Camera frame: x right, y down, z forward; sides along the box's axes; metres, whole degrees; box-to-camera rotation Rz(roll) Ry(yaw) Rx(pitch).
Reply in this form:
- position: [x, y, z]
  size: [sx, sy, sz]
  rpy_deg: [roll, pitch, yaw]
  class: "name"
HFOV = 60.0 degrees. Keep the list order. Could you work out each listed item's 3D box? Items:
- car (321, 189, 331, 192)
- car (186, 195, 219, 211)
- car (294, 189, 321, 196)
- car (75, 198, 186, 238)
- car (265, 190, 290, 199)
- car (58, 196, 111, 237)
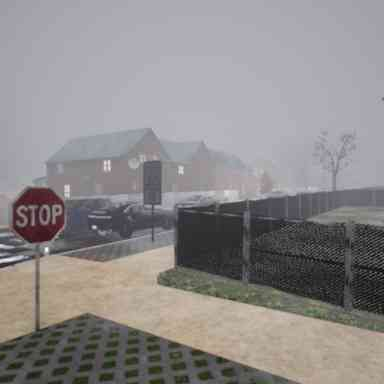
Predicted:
- position: [19.510, 0.265, 49.343]
  size: [1.882, 1.535, 5.008]
  rpy_deg: [0, 1, 34]
  class: "car"
- position: [0.356, 0.972, 25.628]
  size: [2.128, 1.511, 4.902]
  rpy_deg: [0, 1, 33]
  class: "car"
- position: [13.995, 0.512, 40.944]
  size: [1.837, 1.490, 4.892]
  rpy_deg: [0, 1, 34]
  class: "car"
- position: [-2.715, 1.200, 15.842]
  size: [2.128, 1.511, 4.902]
  rpy_deg: [0, 1, 34]
  class: "car"
- position: [10.581, 0.562, 40.970]
  size: [1.837, 1.490, 4.892]
  rpy_deg: [0, 1, 34]
  class: "car"
- position: [-5.732, 1.093, 16.570]
  size: [2.097, 1.767, 4.553]
  rpy_deg: [0, 1, 35]
  class: "car"
